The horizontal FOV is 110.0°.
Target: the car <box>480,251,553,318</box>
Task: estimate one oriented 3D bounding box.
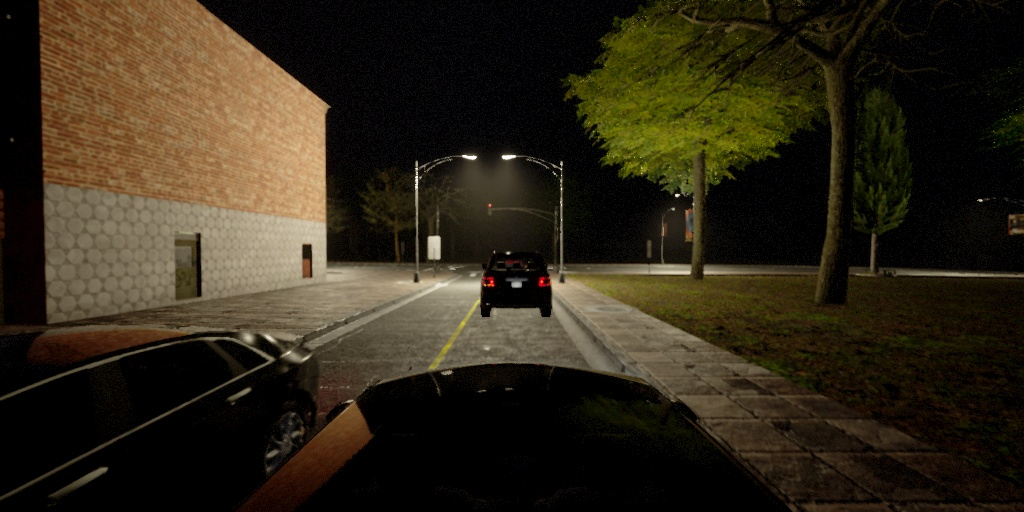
[{"bbox_3d":[0.108,0.848,12.540,2.150,2.045,5.566,0,1,0],"label":"car"}]

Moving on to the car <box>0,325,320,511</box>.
[{"bbox_3d":[-2.850,1.255,1.690,1.837,1.490,4.892,0,1,0],"label":"car"}]
